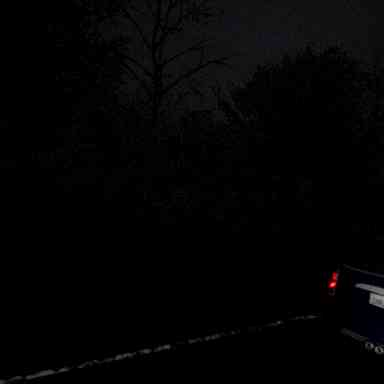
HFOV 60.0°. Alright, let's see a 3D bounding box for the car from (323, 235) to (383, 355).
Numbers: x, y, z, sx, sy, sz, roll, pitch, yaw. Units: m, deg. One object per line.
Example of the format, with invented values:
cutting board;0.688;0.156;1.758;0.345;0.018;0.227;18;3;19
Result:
car;4.251;1.378;5.039;4.553;1.767;2.097;0;0;-26
